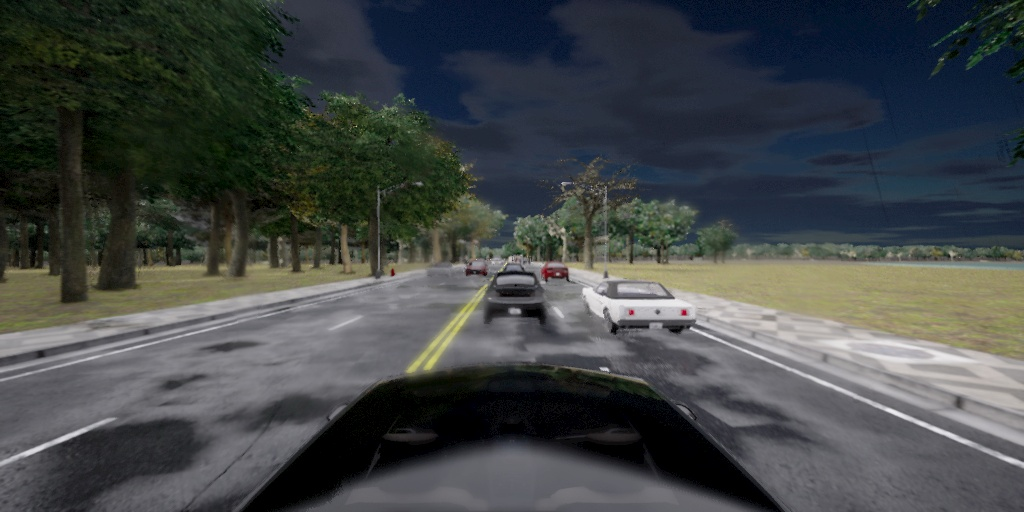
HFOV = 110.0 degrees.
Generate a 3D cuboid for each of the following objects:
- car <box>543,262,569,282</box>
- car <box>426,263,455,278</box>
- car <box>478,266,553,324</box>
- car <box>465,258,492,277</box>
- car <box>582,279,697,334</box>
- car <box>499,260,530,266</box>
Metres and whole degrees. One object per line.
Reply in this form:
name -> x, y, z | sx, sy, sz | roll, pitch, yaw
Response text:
car -> 3.376, 1.184, 28.792 | 1.882, 1.535, 5.008 | 0, 0, 0
car -> -6.560, 1.298, 33.413 | 1.895, 1.301, 4.718 | 0, 0, 0
car -> 0.104, 1.229, 11.937 | 1.837, 1.490, 4.892 | 0, 0, 0
car -> -3.306, 1.178, 34.353 | 1.882, 1.535, 5.008 | 0, 0, 0
car -> 3.351, 1.332, 10.529 | 1.895, 1.301, 4.718 | 0, 0, 0
car -> 0.123, 1.267, 27.635 | 1.994, 1.385, 4.181 | 0, 0, 0
